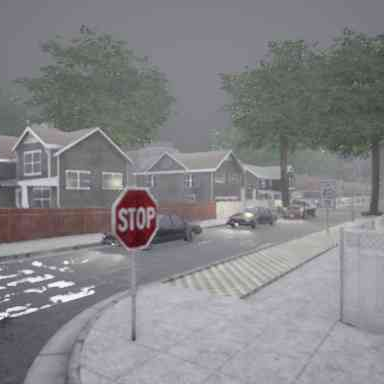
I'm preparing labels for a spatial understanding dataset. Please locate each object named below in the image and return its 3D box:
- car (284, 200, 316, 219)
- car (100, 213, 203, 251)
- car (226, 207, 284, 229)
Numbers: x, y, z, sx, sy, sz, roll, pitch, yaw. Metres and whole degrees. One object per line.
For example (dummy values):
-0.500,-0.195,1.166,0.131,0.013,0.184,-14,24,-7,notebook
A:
10.403,1.622,32.169,2.097,1.767,4.553,0,-1,35,car
-1.575,1.692,15.255,2.033,1.411,5.357,0,-1,35,car
4.443,1.753,23.756,2.033,1.411,5.357,0,-1,36,car
